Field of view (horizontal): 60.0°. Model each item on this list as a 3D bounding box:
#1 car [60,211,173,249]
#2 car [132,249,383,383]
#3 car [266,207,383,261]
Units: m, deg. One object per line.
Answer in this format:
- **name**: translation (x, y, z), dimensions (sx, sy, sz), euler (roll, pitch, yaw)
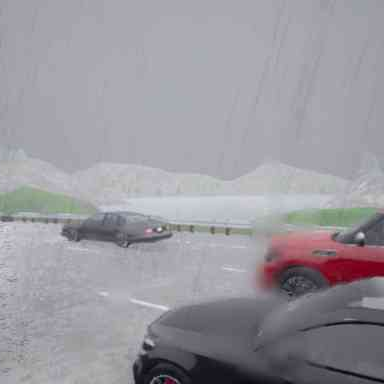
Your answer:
- **car**: translation (-3.421, 1.549, 14.604), dimensions (5.357, 1.411, 2.033), euler (0, 0, 32)
- **car**: translation (1.579, 1.500, 2.782), dimensions (4.674, 1.442, 1.812), euler (-1, 0, 36)
- **car**: translation (3.866, 1.165, 5.471), dimensions (5.566, 2.045, 2.150), euler (-1, 0, 36)
